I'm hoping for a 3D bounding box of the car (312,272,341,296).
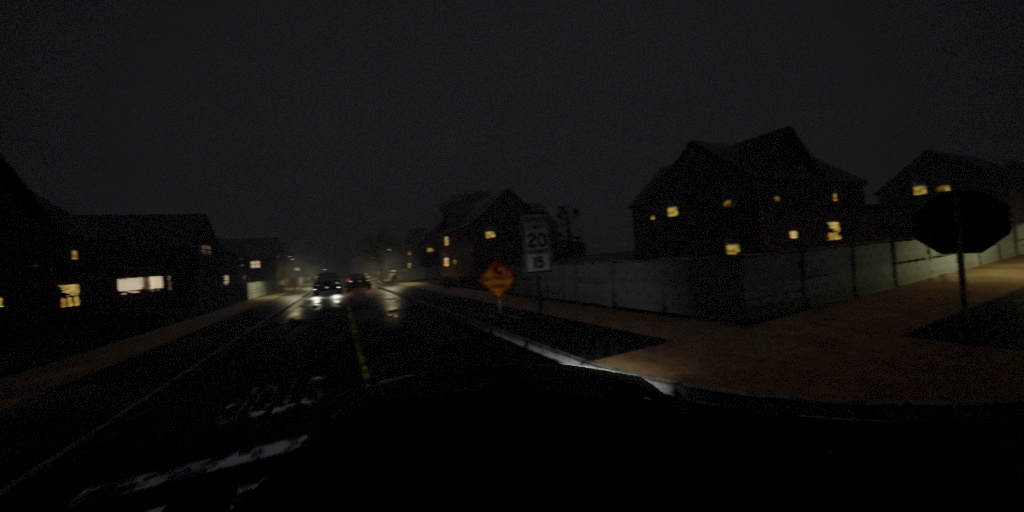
[{"bbox_3d":[-17.441,2.537,33.914,2.150,2.045,5.566,-4,-1,-25],"label":"car"}]

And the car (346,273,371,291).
[{"bbox_3d":[-15.598,2.544,36.673,2.097,1.767,4.553,-4,-1,-23],"label":"car"}]

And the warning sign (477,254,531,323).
[{"bbox_3d":[-0.340,0.947,10.689,1.300,1.860,1.060,0,0,-26],"label":"warning sign"}]
